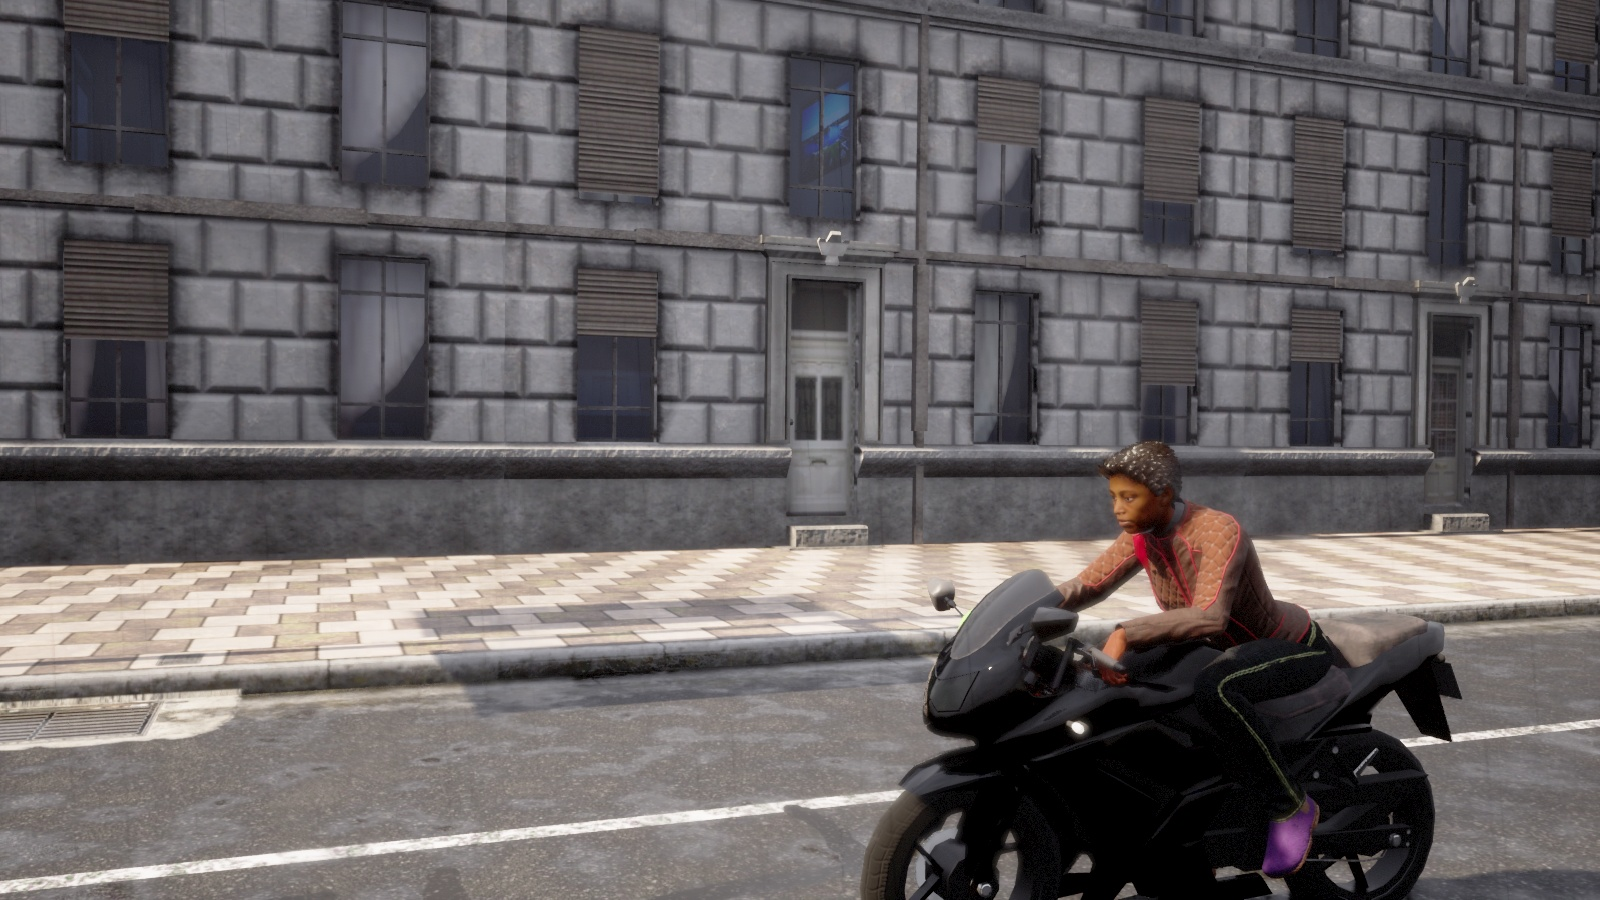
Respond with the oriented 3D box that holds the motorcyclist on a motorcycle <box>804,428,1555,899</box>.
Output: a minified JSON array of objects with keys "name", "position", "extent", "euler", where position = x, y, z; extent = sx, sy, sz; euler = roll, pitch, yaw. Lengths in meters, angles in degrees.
[{"name":"motorcyclist on a motorcycle","position":[1.116,0.708,3.691],"extent":[2.044,1.523,0.797],"euler":[-1,1,-21]}]
